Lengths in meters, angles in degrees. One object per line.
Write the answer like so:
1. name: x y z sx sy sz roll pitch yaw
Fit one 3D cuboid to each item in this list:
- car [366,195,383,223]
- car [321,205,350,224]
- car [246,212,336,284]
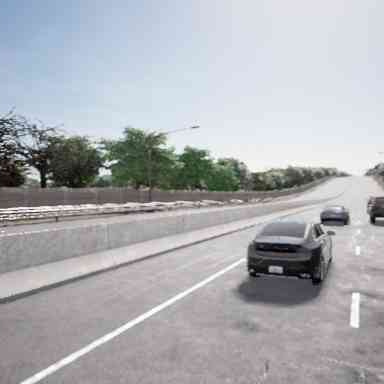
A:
1. car: 14.996 1.287 25.780 2.150 2.045 5.566 -1 -1 27
2. car: 11.141 1.680 25.904 1.994 1.385 4.181 -1 -1 27
3. car: 3.031 1.556 9.877 1.837 1.490 4.892 -1 -1 27
